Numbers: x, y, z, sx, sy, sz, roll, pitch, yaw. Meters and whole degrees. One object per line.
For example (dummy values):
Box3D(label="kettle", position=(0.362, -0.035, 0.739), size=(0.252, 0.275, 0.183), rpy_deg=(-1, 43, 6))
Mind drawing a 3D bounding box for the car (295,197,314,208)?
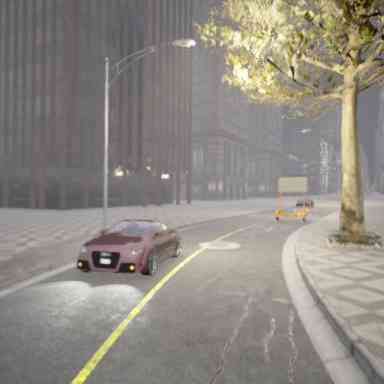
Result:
Box3D(label="car", position=(16.034, 1.471, 47.230), size=(1.882, 1.535, 5.008), rpy_deg=(0, 0, 29))

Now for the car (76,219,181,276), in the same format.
Box3D(label="car", position=(-1.710, 1.539, 10.246), size=(1.994, 1.385, 4.181), rpy_deg=(0, 0, 13))

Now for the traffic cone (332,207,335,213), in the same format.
Box3D(label="traffic cone", position=(15.683, 1.980, 36.650), size=(0.340, 0.580, 0.340), rpy_deg=(0, 0, 29))

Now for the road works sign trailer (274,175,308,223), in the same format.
Box3D(label="road works sign trailer", position=(7.906, 0.475, 26.095), size=(2.380, 3.560, 2.880), rpy_deg=(0, 0, 29))

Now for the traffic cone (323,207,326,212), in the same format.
Box3D(label="traffic cone", position=(14.807, 1.975, 37.133), size=(0.340, 0.580, 0.340), rpy_deg=(0, 0, 29))
